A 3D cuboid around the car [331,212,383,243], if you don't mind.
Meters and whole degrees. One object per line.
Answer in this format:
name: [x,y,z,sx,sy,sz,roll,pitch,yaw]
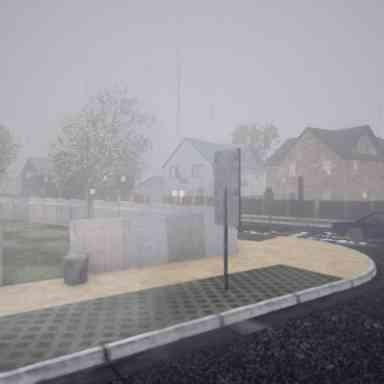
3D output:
car: [8.526,1.541,13.872,4.718,1.301,1.895,1,1,39]
